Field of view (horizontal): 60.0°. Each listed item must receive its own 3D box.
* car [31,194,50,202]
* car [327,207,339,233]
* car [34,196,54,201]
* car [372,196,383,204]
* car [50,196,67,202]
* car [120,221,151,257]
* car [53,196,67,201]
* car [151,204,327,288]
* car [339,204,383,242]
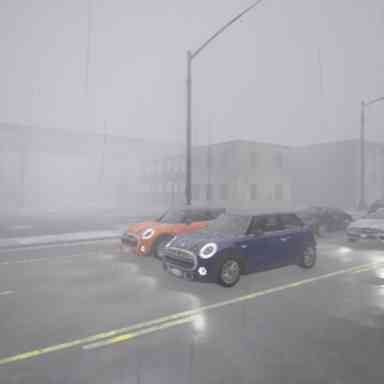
[{"bbox_3d":[-35.441,1.655,79.744,4.974,1.542,2.038,0,0,25],"label":"car"},{"bbox_3d":[6.691,1.459,17.406,4.181,1.385,1.994,-1,0,-36],"label":"car"},{"bbox_3d":[-35.487,1.497,79.766,4.536,1.218,1.853,0,0,25],"label":"car"},{"bbox_3d":[14.374,1.001,22.901,5.566,2.045,2.150,-1,0,-36],"label":"car"},{"bbox_3d":[-31.710,1.670,79.826,2.038,1.542,4.974,0,0,-5],"label":"car"},{"bbox_3d":[-0.332,1.325,12.369,4.553,1.767,2.097,0,0,-36],"label":"car"},{"bbox_3d":[-31.715,1.512,79.879,1.853,1.218,4.536,0,0,-5],"label":"car"},{"bbox_3d":[1.437,1.322,9.332,4.553,1.767,2.097,-1,0,-36],"label":"car"},{"bbox_3d":[8.655,1.420,14.508,4.674,1.442,1.812,-1,0,-36],"label":"car"}]
